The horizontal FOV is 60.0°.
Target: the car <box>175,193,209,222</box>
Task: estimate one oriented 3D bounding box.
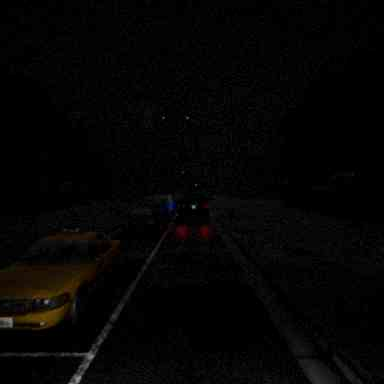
[{"bbox_3d":[0.112,1.070,24.859,2.150,2.045,5.566,0,1,0],"label":"car"}]

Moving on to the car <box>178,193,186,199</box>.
[{"bbox_3d":[-2.597,1.039,89.053,1.967,1.590,4.097,0,0,0],"label":"car"}]

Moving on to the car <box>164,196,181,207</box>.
[{"bbox_3d":[-2.615,1.285,45.441,2.008,1.369,4.403,0,0,0],"label":"car"}]

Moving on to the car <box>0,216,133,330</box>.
[{"bbox_3d":[-2.633,1.476,7.023,1.752,1.417,4.829,0,0,0],"label":"car"}]

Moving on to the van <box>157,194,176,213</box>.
[{"bbox_3d":[-2.621,1.135,34.512,1.690,1.788,3.998,0,0,0],"label":"van"}]

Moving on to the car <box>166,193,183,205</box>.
[{"bbox_3d":[-2.613,1.023,50.903,2.192,1.841,5.009,0,0,0],"label":"car"}]

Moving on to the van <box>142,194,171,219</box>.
[{"bbox_3d":[-2.626,1.195,23.583,1.690,1.788,3.998,0,0,0],"label":"van"}]

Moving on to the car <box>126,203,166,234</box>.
[{"bbox_3d":[-2.629,1.466,18.120,1.802,1.307,4.206,0,0,0],"label":"car"}]

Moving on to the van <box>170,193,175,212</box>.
[{"bbox_3d":[-2.624,1.165,29.047,1.690,1.788,3.998,0,0,0],"label":"van"}]

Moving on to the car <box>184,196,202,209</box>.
[{"bbox_3d":[0.120,1.242,42.224,2.128,1.511,4.902,0,0,0],"label":"car"}]
